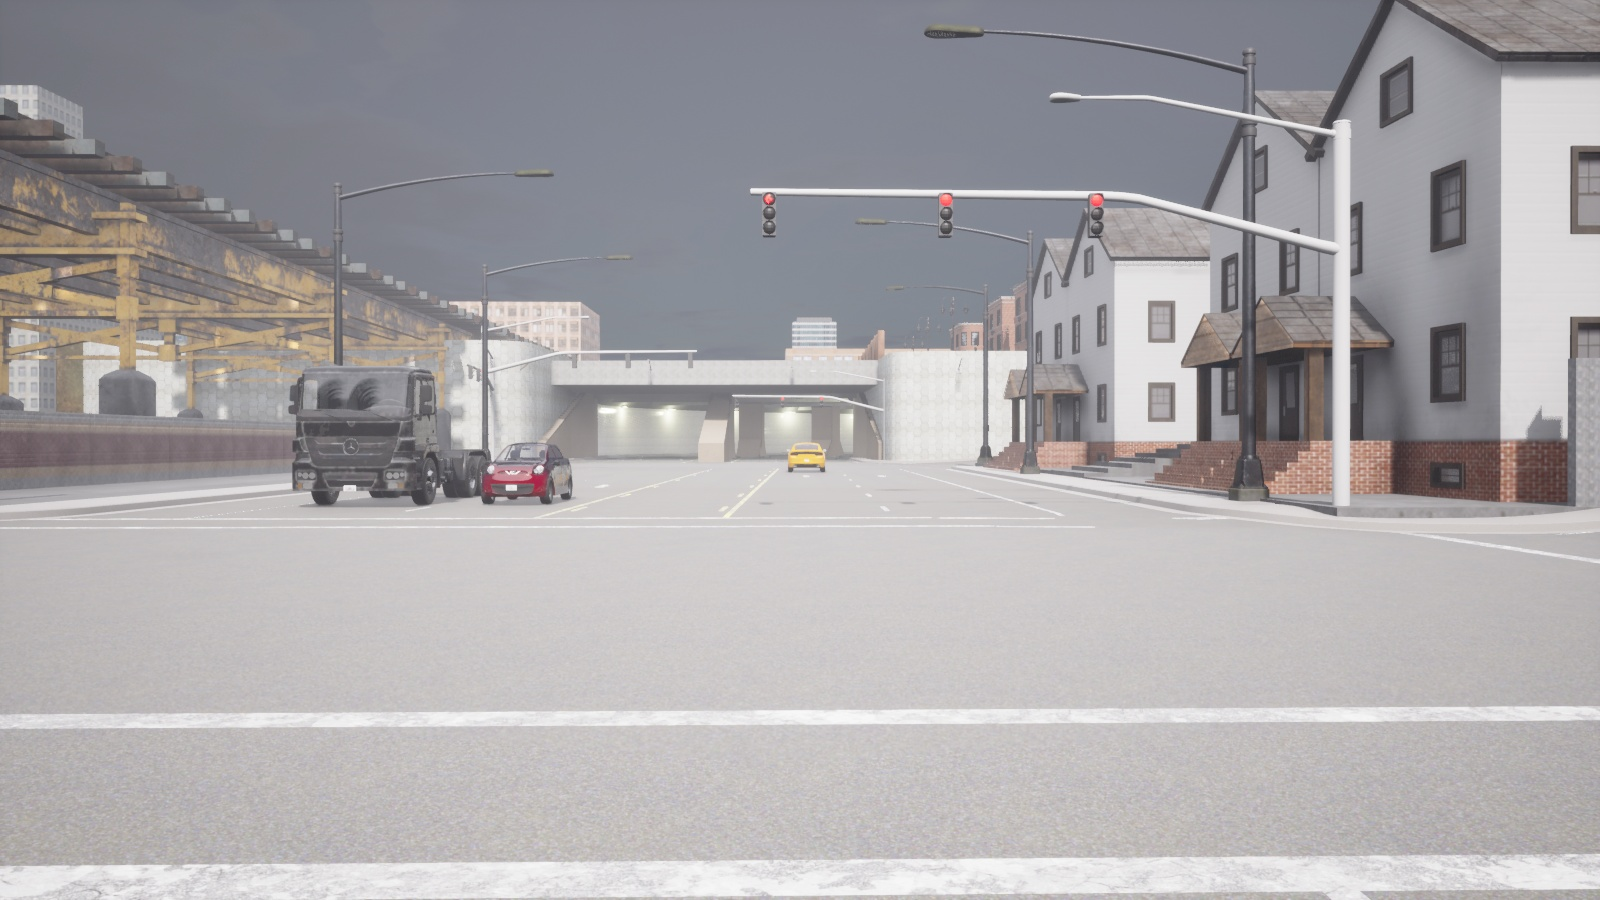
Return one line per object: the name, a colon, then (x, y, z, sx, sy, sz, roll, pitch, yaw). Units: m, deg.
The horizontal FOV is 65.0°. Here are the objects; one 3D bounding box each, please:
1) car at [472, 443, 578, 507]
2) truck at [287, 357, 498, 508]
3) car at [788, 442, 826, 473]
car: (-6.827, 0.577, 31.538, 1.845, 1.501, 3.633, 0, 0, 0)
truck: (-10.319, -0.429, 32.822, 2.891, 3.462, 7.936, 0, 0, 0)
car: (0.343, 0.357, 65.105, 1.882, 1.535, 5.008, 0, 0, 0)
